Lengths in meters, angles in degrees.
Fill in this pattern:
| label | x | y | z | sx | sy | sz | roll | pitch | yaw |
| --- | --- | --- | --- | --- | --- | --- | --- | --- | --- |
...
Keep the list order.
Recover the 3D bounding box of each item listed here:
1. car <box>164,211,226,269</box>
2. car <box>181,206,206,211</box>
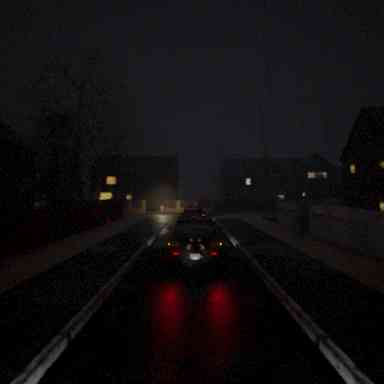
| label | x | y | z | sx | sy | sz | roll | pitch | yaw |
| --- | --- | --- | --- | --- | --- | --- | --- | --- | --- |
| car | 0.090 | 1.591 | 11.326 | 1.812 | 1.442 | 4.674 | 0 | 0 | 0 |
| car | 0.100 | 1.703 | 24.284 | 1.994 | 1.385 | 4.181 | 0 | 0 | 0 |
